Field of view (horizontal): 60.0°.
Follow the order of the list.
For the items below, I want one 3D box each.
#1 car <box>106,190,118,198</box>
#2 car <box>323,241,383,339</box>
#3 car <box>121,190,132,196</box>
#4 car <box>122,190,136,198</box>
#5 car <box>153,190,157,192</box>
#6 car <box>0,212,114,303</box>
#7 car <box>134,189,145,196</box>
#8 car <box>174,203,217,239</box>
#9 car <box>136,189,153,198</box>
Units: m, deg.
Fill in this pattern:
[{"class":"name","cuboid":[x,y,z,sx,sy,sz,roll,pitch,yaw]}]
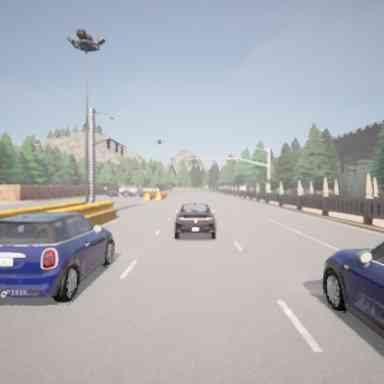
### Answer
[{"class":"car","cuboid":[-17.154,0.407,71.409,1.837,1.490,4.892,0,1,0]},{"class":"car","cuboid":[3.605,1.305,4.669,2.097,1.767,4.553,0,1,0]},{"class":"car","cuboid":[-17.070,0.162,86.977,1.837,1.490,4.892,0,1,0]},{"class":"car","cuboid":[-13.656,0.436,71.073,1.812,1.442,4.674,0,1,0]},{"class":"car","cuboid":[-10.071,0.190,86.761,1.812,1.442,4.674,0,1,0]},{"class":"car","cuboid":[-3.386,1.251,8.149,2.097,1.767,4.553,0,1,0]},{"class":"car","cuboid":[-13.570,0.021,86.807,2.097,1.767,4.553,0,1,0]},{"class":"car","cuboid":[0.148,1.268,15.888,2.128,1.511,4.902,0,1,0]},{"class":"car","cuboid":[-10.156,0.390,71.053,1.882,1.535,5.008,0,1,0]}]
